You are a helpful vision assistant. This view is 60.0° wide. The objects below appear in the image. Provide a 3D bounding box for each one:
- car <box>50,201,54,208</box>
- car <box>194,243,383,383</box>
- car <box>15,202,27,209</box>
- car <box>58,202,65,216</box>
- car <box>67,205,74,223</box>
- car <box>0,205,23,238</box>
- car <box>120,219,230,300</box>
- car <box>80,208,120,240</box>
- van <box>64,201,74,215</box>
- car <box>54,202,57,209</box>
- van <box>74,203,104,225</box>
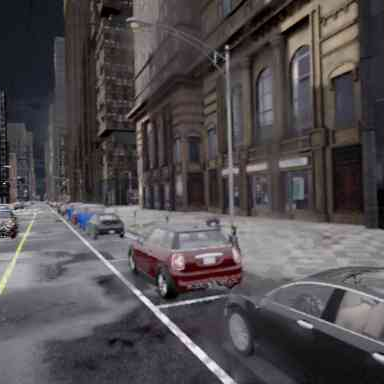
[{"bbox_3d":[-32.410,3.316,80.122,2.008,1.369,4.403,-2,-1,-24],"label":"car"},{"bbox_3d":[1.914,1.533,3.750,2.008,1.369,4.403,-2,-1,-24],"label":"car"},{"bbox_3d":[-42.497,3.394,81.762,2.192,1.841,5.009,-2,-1,-24],"label":"car"},{"bbox_3d":[-16.705,2.382,45.171,1.967,1.590,4.097,-2,-1,-24],"label":"car"},{"bbox_3d":[-9.721,2.124,29.638,1.887,1.381,4.507,-2,-1,-24],"label":"car"},{"bbox_3d":[-11.964,1.907,20.573,2.097,1.767,4.553,-1,-1,-24],"label":"car"},{"bbox_3d":[-0.416,1.541,8.928,1.967,1.590,4.097,-2,-1,-24],"label":"car"},{"bbox_3d":[-5.067,1.890,19.283,2.008,1.369,4.403,-2,-1,-24],"label":"car"},{"bbox_3d":[-12.054,2.041,34.817,1.690,1.788,3.998,-2,-1,-24],"label":"van"},{"bbox_3d":[-21.363,2.500,55.527,2.192,1.841,5.009,-2,-1,-24],"label":"car"},{"bbox_3d":[-7.400,1.801,24.463,1.690,1.788,3.998,-2,-1,-24],"label":"van"}]
